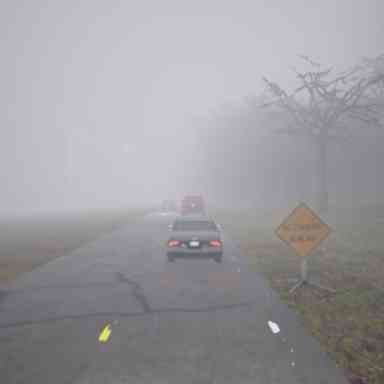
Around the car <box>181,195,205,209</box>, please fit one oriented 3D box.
[{"bbox_3d":[0.105,1.312,31.910,2.150,2.045,5.566,0,0,0],"label":"car"}]

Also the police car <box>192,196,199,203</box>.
[{"bbox_3d":[0.856,1.933,87.404,1.930,1.638,5.238,0,-1,0],"label":"police car"}]

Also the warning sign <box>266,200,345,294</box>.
[{"bbox_3d":[2.429,1.134,7.296,1.300,1.860,1.060,-1,-2,0],"label":"warning sign"}]

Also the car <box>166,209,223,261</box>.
[{"bbox_3d":[0.086,1.579,12.284,2.033,1.411,5.357,0,0,0],"label":"car"}]

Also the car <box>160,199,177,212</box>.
[{"bbox_3d":[-2.828,1.623,41.165,2.128,1.511,4.902,0,0,0],"label":"car"}]
